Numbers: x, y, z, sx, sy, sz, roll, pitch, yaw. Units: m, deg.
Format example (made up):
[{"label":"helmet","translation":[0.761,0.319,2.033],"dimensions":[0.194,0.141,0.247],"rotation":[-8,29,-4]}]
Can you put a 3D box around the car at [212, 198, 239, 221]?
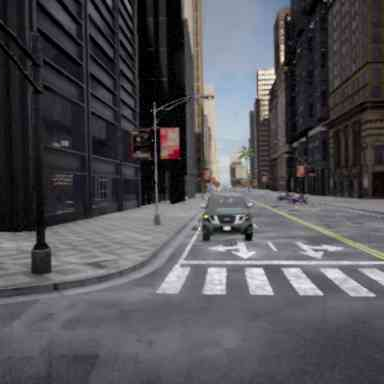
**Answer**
[{"label":"car","translation":[2.614,1.281,26.135],"dimensions":[1.837,1.490,4.892],"rotation":[-1,0,5]}]

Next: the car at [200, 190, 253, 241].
[{"label":"car","translation":[1.678,1.097,16.303],"dimensions":[2.150,2.045,5.566],"rotation":[-1,0,5]}]

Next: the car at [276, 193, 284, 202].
[{"label":"car","translation":[15.313,0.823,55.546],"dimensions":[1.812,1.442,4.674],"rotation":[-1,0,5]}]

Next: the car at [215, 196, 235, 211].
[{"label":"car","translation":[3.544,1.240,36.115],"dimensions":[1.994,1.385,4.181],"rotation":[-1,0,5]}]

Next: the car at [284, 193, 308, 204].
[{"label":"car","translation":[14.425,0.924,45.665],"dimensions":[1.812,1.442,4.674],"rotation":[-1,0,5]}]
